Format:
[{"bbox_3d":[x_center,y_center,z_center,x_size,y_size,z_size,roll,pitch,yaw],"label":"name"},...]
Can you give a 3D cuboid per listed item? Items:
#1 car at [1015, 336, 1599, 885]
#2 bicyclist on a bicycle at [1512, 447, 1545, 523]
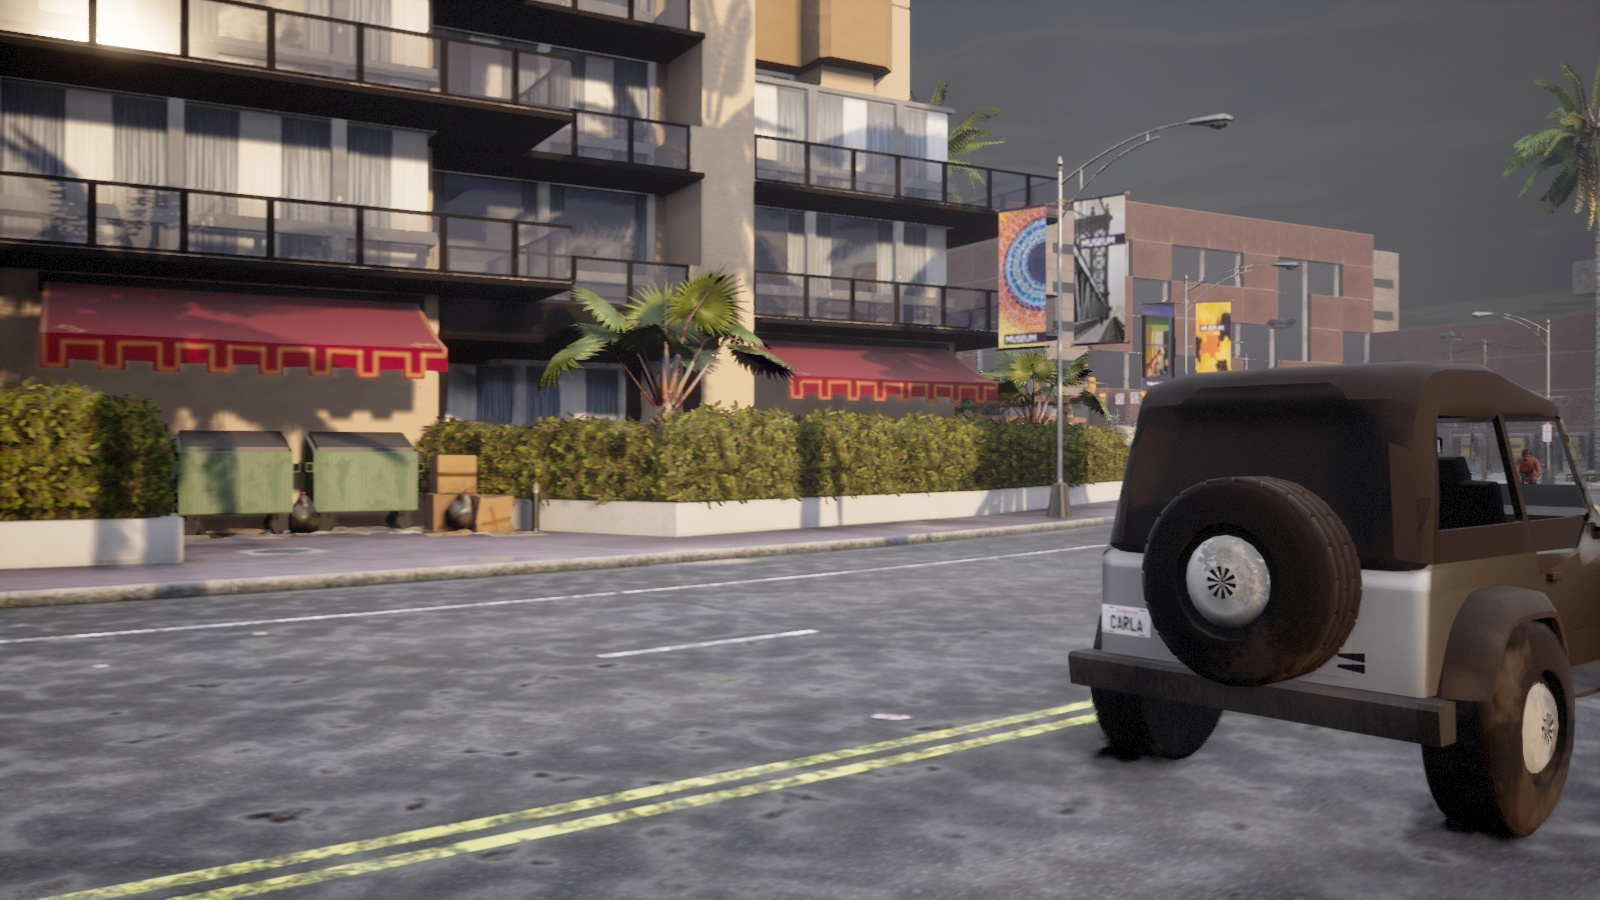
[{"bbox_3d":[3.078,0.553,6.275,3.866,1.878,1.905,0,0,-40],"label":"car"},{"bbox_3d":[15.921,0.743,27.467,0.582,1.620,1.656,-1,0,29],"label":"bicyclist on a bicycle"}]
